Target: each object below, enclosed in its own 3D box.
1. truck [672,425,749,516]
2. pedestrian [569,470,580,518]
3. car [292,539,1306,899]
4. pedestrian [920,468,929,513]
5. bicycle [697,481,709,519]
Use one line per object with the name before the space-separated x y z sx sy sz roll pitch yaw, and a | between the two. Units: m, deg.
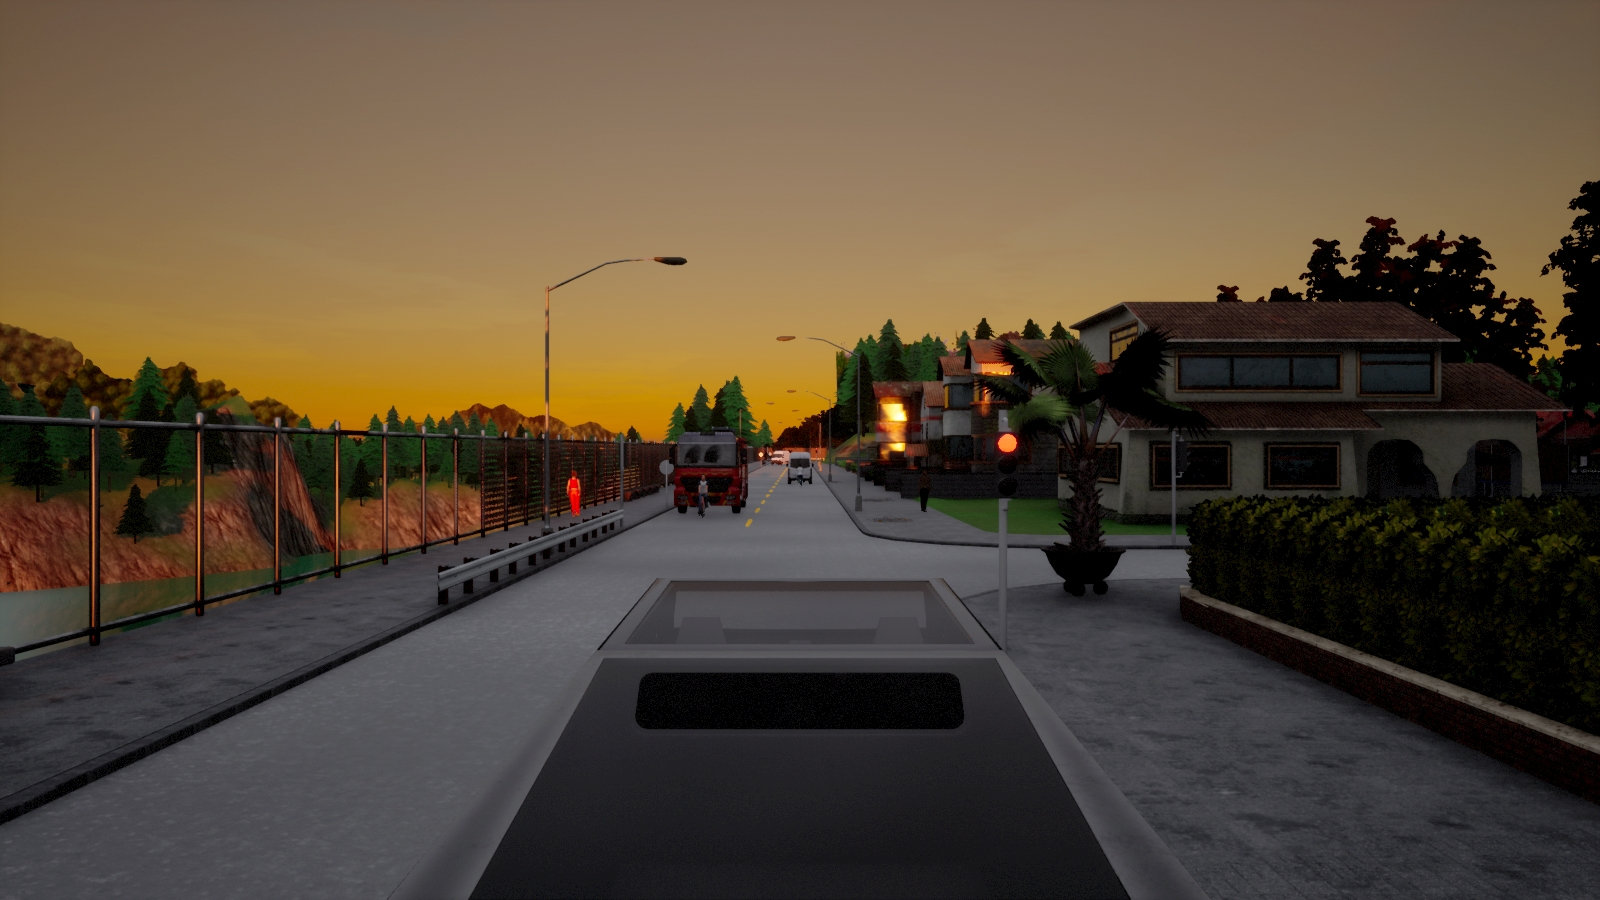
truck | -3.997 0.871 52.639 2.891 3.827 8.468 0 0 0
pedestrian | -8.903 1.727 45.124 0.375 1.860 0.375 0 0 -2
car | -0.001 1.751 5.830 2.390 2.098 6.274 0 0 0
pedestrian | 5.288 1.717 48.486 0.375 1.860 0.375 0 0 1
bicycle | -3.996 2.038 47.080 0.373 1.496 1.643 0 1 0
